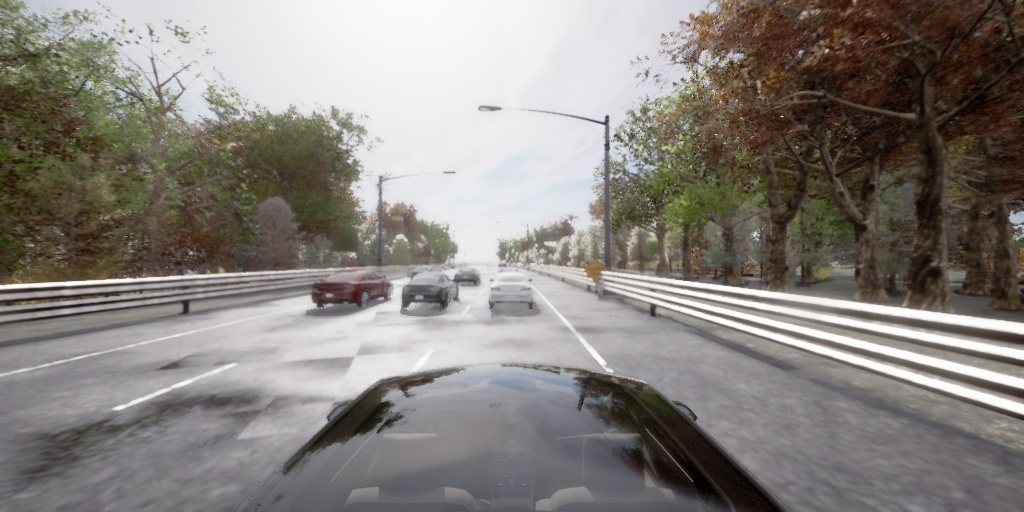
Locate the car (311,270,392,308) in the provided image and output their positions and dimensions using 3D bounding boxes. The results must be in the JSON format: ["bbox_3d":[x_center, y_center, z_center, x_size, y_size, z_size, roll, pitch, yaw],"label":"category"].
[{"bbox_3d":[-7.040,1.392,16.297,1.882,1.535,5.008,0,0,0],"label":"car"}]

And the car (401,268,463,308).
[{"bbox_3d":[-3.540,1.437,15.981,1.812,1.442,4.674,0,0,0],"label":"car"}]

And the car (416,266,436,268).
[{"bbox_3d":[-7.252,1.600,30.568,1.837,1.490,4.892,0,0,-1],"label":"car"}]

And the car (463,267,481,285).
[{"bbox_3d":[-3.750,1.658,30.543,1.994,1.385,4.181,0,-1,-1],"label":"car"}]

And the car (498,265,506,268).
[{"bbox_3d":[-0.252,1.694,30.447,1.895,1.301,4.718,0,-1,-1],"label":"car"}]

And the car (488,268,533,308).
[{"bbox_3d":[-0.041,1.438,15.999,1.812,1.442,4.674,0,0,0],"label":"car"}]

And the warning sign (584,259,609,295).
[{"bbox_3d":[4.457,1.063,18.916,1.300,1.860,1.060,0,0,-1],"label":"warning sign"}]
